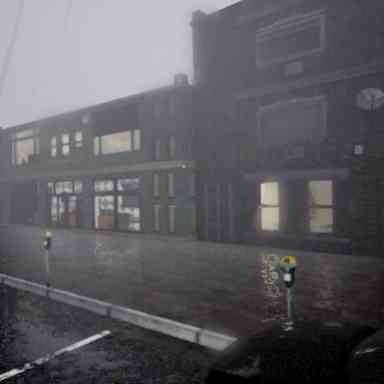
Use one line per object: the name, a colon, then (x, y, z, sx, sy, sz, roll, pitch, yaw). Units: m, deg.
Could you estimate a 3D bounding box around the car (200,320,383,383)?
car: (2.242, 1.495, 1.836, 4.892, 1.490, 1.837, -1, 0, 35)
